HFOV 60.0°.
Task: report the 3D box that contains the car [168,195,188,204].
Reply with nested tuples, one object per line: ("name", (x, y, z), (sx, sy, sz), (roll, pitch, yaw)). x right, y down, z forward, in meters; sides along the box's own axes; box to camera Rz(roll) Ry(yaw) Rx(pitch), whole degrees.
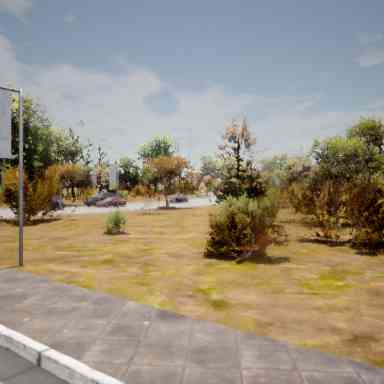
("car", (-2.719, 1.240, 58.653), (2.128, 1.511, 4.902), (0, 1, 38))

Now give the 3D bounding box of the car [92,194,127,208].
("car", (-11.500, 1.466, 47.716), (1.812, 1.442, 4.674), (0, 0, 38))

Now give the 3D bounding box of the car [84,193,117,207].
("car", (-13.633, 1.149, 50.661), (2.150, 2.045, 5.566), (0, 1, 39))

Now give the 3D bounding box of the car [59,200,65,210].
("car", (-17.740, 1.347, 39.946), (2.097, 1.767, 4.553), (0, 0, 39))
